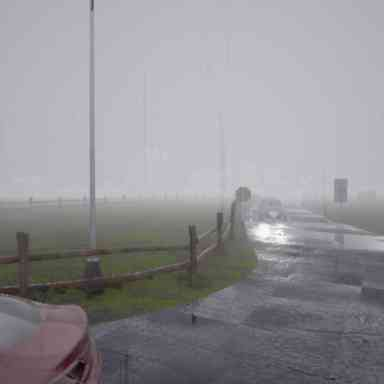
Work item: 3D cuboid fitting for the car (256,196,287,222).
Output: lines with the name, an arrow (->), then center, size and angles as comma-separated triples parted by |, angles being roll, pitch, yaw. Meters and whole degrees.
car -> 5.731, 1.280, 24.170 | 2.128, 1.511, 4.902 | 1, 1, 9

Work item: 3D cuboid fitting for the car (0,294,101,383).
car -> -3.076, 1.505, 2.383 | 4.674, 1.442, 1.812 | 0, 2, -17
